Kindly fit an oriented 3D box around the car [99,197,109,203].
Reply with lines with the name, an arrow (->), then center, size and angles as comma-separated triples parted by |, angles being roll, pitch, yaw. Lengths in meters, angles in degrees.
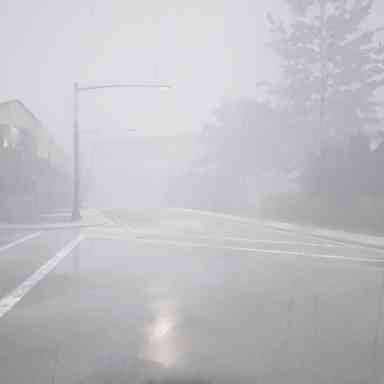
car -> -19.020, 1.623, 71.934 | 1.895, 1.301, 4.718 | 0, 0, -11
